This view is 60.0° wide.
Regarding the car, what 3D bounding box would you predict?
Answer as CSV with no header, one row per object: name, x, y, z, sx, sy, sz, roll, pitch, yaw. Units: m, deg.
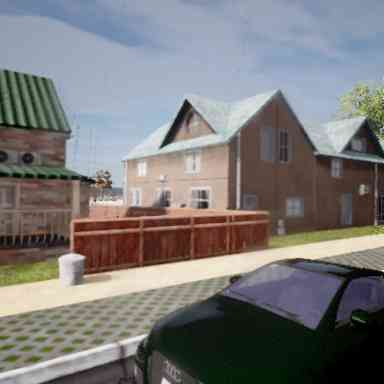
car,1.431,1.584,4.084,4.181,1.385,1.994,0,0,-36
